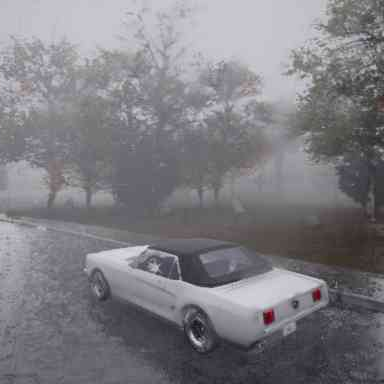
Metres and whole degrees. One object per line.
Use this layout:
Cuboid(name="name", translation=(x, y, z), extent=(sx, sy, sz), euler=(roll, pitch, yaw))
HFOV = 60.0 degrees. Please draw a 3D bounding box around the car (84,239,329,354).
Cuboid(name="car", translation=(-0.179, 1.535, 6.114), extent=(1.895, 1.301, 4.718), euler=(-1, 1, -43))
